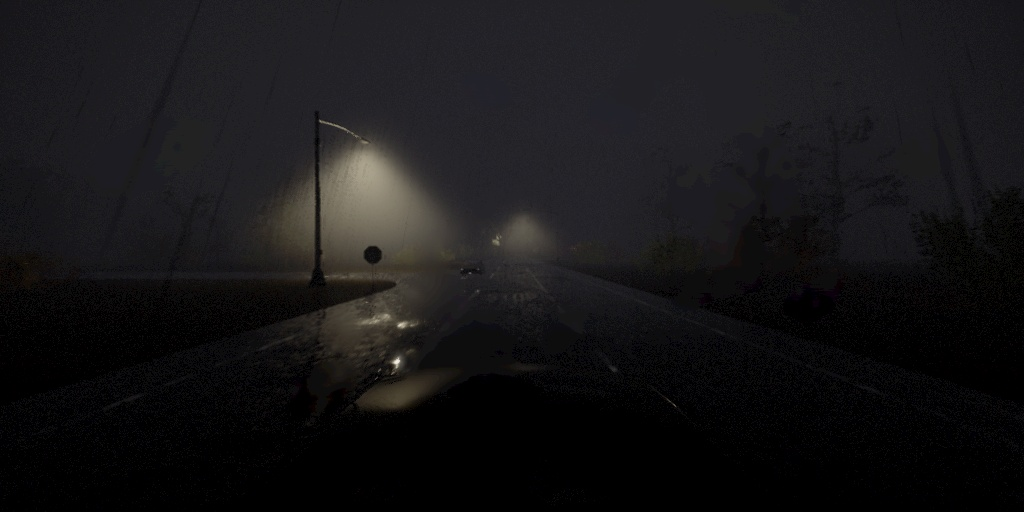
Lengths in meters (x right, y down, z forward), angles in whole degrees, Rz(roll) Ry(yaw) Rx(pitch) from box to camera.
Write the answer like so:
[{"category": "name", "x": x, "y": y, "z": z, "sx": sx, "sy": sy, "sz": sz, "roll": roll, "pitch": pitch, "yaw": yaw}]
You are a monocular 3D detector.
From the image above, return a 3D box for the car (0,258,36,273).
[{"category": "car", "x": -48.680, "y": 0.888, "z": 34.267, "sx": 4.902, "sy": 1.511, "sz": 2.128, "roll": 0, "pitch": 0, "yaw": 2}]

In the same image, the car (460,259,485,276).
[{"category": "car", "x": -3.432, "y": 1.000, "z": 32.204, "sx": 2.033, "sy": 1.411, "sz": 5.357, "roll": 0, "pitch": 0, "yaw": 0}]
